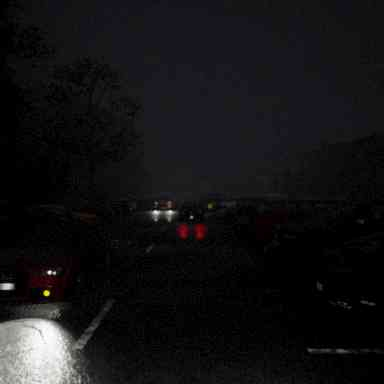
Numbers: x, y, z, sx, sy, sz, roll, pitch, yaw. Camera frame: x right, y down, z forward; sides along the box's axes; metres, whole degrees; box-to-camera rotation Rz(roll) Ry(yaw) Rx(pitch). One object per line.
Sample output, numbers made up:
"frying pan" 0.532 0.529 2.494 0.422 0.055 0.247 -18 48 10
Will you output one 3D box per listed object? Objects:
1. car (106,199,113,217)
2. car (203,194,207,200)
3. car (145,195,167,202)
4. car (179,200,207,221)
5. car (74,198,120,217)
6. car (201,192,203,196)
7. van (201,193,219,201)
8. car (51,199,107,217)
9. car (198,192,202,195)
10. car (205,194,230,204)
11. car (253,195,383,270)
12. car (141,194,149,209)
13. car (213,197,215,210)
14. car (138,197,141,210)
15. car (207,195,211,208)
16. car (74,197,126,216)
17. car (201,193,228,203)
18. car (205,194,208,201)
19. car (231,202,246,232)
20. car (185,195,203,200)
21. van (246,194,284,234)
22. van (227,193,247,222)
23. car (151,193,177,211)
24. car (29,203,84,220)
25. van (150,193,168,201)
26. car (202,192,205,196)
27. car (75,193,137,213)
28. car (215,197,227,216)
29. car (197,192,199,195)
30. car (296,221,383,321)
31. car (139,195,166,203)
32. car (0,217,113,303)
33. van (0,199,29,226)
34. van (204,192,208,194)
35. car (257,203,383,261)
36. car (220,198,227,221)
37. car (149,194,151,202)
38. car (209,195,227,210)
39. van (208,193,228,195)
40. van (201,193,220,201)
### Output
"car" -8.360 1.416 22.710 5.008 1.535 2.097 0 0 0
"car" 4.648 1.435 53.689 5.008 1.535 2.097 0 0 0
"car" -8.466 1.508 78.407 4.792 1.488 2.163 0 0 0
"car" -0.020 1.532 26.281 1.895 1.301 4.718 0 0 0
"car" -8.342 1.442 25.495 4.792 1.488 2.163 0 0 0
"car" 4.648 1.330 64.902 4.553 1.767 2.185 0 0 0
"van" 4.455 1.264 84.525 4.442 1.987 1.878 0 0 0
"car" -8.174 1.417 19.924 5.366 1.575 1.946 0 0 0
"car" 4.639 1.209 67.706 5.566 2.045 2.435 0 0 0
"car" 4.655 1.325 62.099 4.553 1.767 2.185 0 0 0
"car" 4.710 1.189 8.840 5.566 2.045 2.435 0 0 0
"car" -8.375 1.159 39.419 5.566 2.045 2.435 0 0 0
"car" 4.724 1.436 31.265 4.792 1.488 2.163 0 0 0
"car" -8.395 1.447 36.511 4.674 1.452 2.002 0 0 0
"car" 4.640 1.445 42.475 4.792 1.488 2.163 0 0 0
"car" -8.407 1.438 28.280 4.792 1.488 2.163 0 0 0
"car" 4.632 1.214 70.509 5.566 2.045 2.435 0 0 0
"car" 4.685 1.455 48.082 4.792 1.488 2.163 0 0 0
"car" 4.732 1.425 17.250 4.892 1.521 2.231 0 0 0
"car" -0.201 1.483 42.474 2.033 1.411 5.357 0 0 -4
"van" 4.847 1.203 14.445 4.442 1.987 1.878 0 0 0
"van" 4.604 1.194 20.052 4.442 1.987 1.878 0 0 0
"car" -3.342 1.283 40.284 2.097 1.767 4.553 0 0 0
"car" -8.351 1.464 17.139 4.674 1.452 2.002 0 0 0
"van" -8.630 1.268 86.734 4.442 1.987 1.878 0 0 0
"car" 4.599 1.320 59.295 4.553 1.767 2.185 0 0 0
"car" -8.356 1.154 31.063 5.566 2.045 2.435 0 0 0
"car" 4.706 1.409 28.467 4.892 1.521 2.231 0 0 0
"car" 4.593 1.244 87.329 5.566 2.045 2.435 0 0 0
"car" 4.735 1.449 6.035 4.892 1.521 2.231 0 0 0
"car" -8.290 1.461 70.080 5.366 1.575 1.946 0 0 0
"car" -3.354 1.526 8.030 1.994 1.385 4.181 0 0 0
"van" -8.460 1.206 11.566 4.442 1.987 1.878 0 0 0
"van" 4.753 1.214 56.493 4.442 1.987 1.878 0 0 0
"car" 4.767 1.307 11.641 4.553 1.767 2.185 0 0 0
"car" 4.719 1.416 22.856 5.008 1.535 2.097 0 0 0
"car" -8.474 1.460 67.303 4.892 1.521 2.231 0 0 0
"car" 4.687 1.407 36.872 5.008 1.535 2.097 0 0 0
"van" 4.779 1.195 45.280 4.442 1.987 1.878 0 0 0
"van" 4.461 1.259 81.722 4.442 1.987 1.878 0 0 0
